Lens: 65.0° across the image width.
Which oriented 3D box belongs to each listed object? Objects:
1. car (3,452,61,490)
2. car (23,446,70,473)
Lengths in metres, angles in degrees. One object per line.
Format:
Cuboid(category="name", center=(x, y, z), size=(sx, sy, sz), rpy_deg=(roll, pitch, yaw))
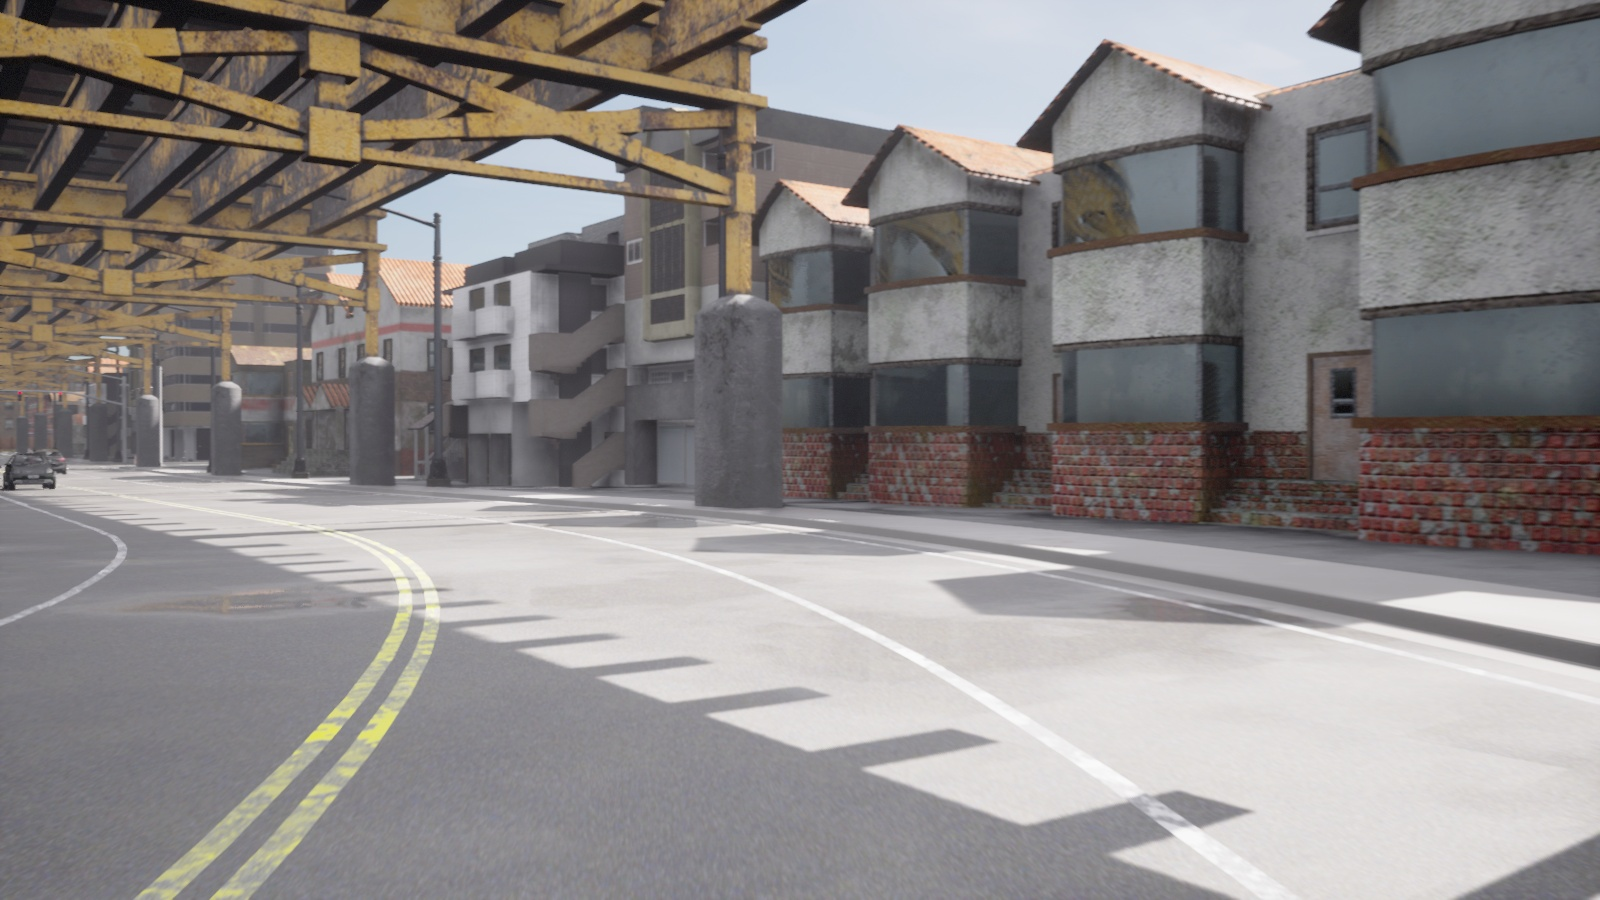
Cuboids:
Cuboid(category="car", center=(-32.769, 0.860, 53.552), size=(1.789, 1.549, 3.705), rpy_deg=(0, 0, -36))
Cuboid(category="car", center=(-49.492, 0.580, 82.487), size=(2.242, 1.667, 4.611), rpy_deg=(0, 1, -36))
